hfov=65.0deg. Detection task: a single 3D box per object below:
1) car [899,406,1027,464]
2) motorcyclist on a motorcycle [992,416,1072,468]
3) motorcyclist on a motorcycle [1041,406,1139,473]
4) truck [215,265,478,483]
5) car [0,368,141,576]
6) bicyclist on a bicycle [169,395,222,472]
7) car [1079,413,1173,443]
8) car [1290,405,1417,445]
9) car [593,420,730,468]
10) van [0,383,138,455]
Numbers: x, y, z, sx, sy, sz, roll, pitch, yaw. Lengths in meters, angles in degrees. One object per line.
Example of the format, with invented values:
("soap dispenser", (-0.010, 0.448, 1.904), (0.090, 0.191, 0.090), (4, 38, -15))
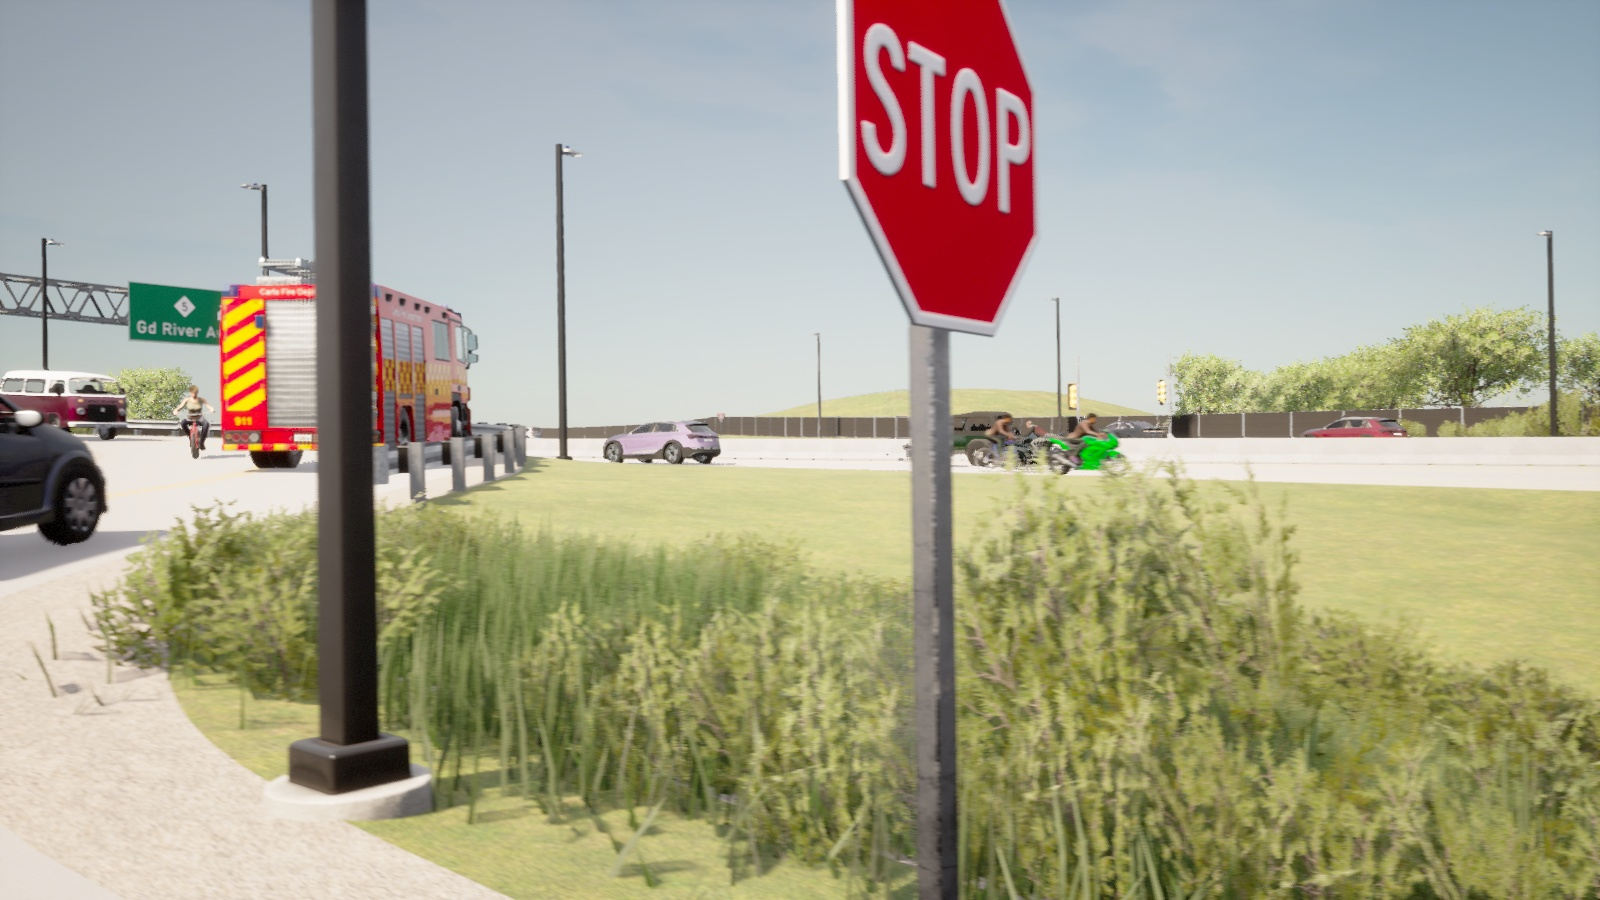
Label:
("car", (5.568, -0.481, 42.934), (3.866, 1.878, 1.905), (-1, 0, 36))
("motorcyclist on a motorcycle", (6.943, -0.230, 37.647), (2.191, 1.530, 0.866), (-1, 0, 36))
("motorcyclist on a motorcycle", (6.726, -0.232, 29.190), (2.044, 1.523, 0.797), (-1, 0, 36))
("truck", (-9.141, -1.513, 26.590), (2.891, 3.827, 8.468), (-1, 2, -4))
("car", (-7.172, 0.191, 9.922), (1.851, 1.617, 3.988), (-2, 3, -2))
("bicyclist on a bicycle", (-13.207, -0.376, 27.483), (0.866, 1.612, 1.509), (-3, 3, -22))
("car", (17.499, -1.160, 67.599), (2.128, 1.511, 4.902), (-2, 1, -27))
("car", (24.107, -1.070, 54.897), (2.033, 1.649, 4.856), (-2, 1, -28))
("car", (-5.134, -0.205, 46.300), (4.856, 1.649, 2.033), (-1, 0, 36))
("van", (-22.038, -0.938, 37.434), (4.480, 2.038, 2.069), (1, 2, 31))
